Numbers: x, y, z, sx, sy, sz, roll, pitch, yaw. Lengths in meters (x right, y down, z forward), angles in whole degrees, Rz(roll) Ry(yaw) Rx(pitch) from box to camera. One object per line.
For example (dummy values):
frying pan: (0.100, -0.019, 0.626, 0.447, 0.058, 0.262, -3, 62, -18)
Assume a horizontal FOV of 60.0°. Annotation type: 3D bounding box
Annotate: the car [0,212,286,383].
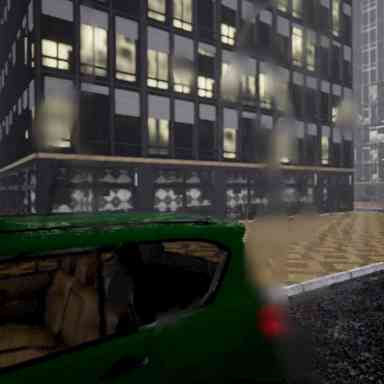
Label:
car: (-1.802, 1.222, 2.094, 5.566, 2.045, 2.150, 0, 0, -35)
